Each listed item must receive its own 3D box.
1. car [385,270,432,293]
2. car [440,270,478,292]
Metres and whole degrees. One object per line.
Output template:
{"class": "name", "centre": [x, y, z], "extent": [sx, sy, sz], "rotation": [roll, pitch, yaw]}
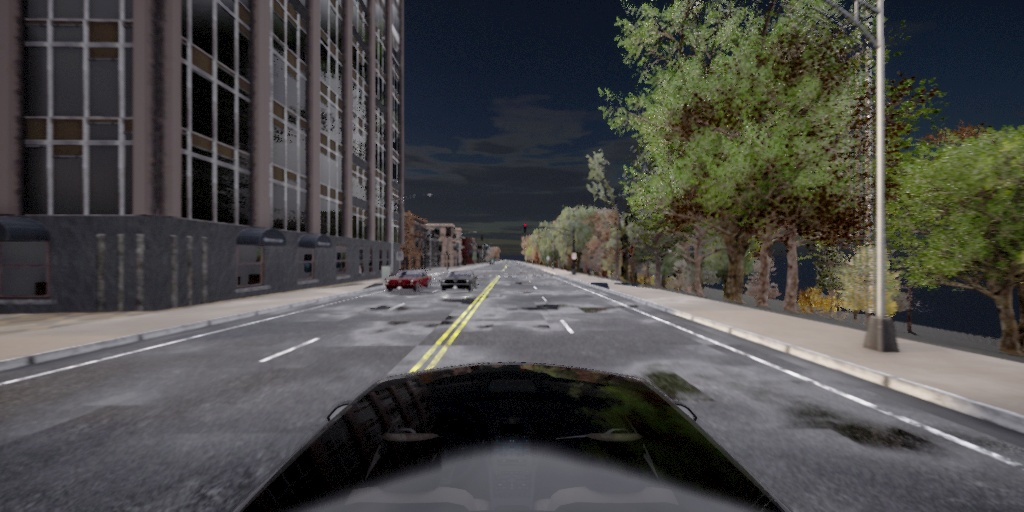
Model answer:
{"class": "car", "centre": [-6.587, 1.580, 23.229], "extent": [1.895, 1.301, 4.718], "rotation": [0, -1, 0]}
{"class": "car", "centre": [-3.337, 1.582, 23.323], "extent": [1.895, 1.301, 4.718], "rotation": [0, -1, 0]}
